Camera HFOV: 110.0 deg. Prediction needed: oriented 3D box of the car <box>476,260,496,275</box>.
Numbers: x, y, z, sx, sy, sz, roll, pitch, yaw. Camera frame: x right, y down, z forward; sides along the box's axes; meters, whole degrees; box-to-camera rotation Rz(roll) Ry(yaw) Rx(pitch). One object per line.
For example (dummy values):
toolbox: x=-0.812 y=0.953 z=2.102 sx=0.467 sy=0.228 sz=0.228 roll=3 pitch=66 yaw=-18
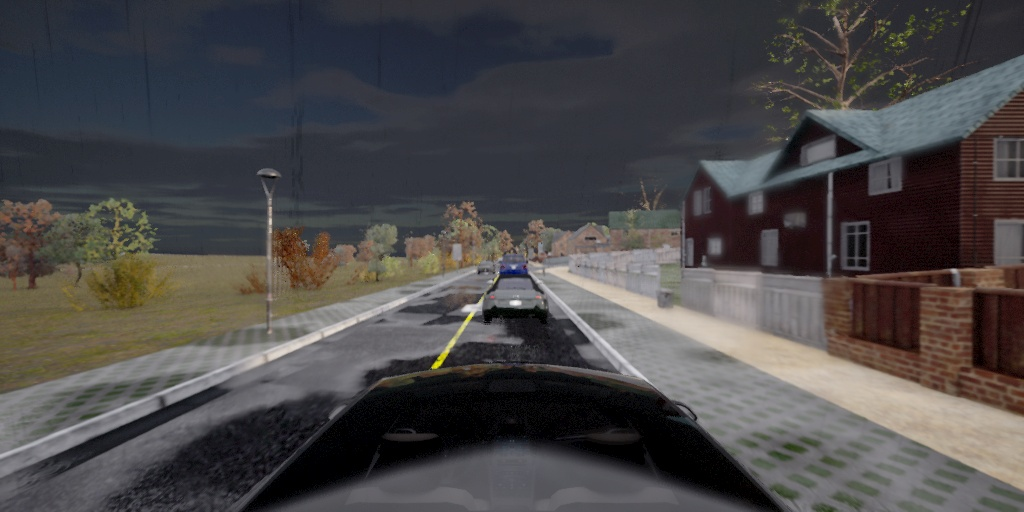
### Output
car: x=-2.703 y=1.219 z=38.931 sx=1.837 sy=1.490 sz=4.892 roll=0 pitch=0 yaw=0

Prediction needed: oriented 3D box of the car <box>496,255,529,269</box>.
car: x=0.133 y=0.933 z=28.562 sx=2.150 sy=2.045 sz=5.566 roll=0 pitch=0 yaw=0

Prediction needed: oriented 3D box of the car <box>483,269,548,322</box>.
car: x=0.108 y=1.298 z=12.167 sx=1.994 sy=1.385 sz=4.181 roll=0 pitch=0 yaw=0
